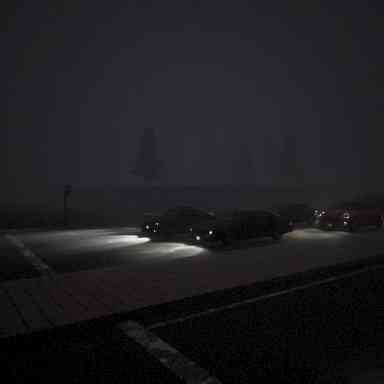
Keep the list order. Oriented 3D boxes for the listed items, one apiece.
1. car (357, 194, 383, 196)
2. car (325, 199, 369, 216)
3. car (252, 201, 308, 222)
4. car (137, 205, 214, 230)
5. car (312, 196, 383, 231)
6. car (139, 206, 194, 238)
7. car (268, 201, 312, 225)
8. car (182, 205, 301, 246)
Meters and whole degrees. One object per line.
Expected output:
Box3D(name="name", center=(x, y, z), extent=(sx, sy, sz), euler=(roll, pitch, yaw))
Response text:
Box3D(name="car", center=(15.157, 1.221, 28.735), extent=(5.566, 2.045, 2.150), euler=(0, 0, -35))
Box3D(name="car", center=(15.623, 1.505, 33.359), extent=(4.892, 1.490, 1.837), euler=(0, 0, -35))
Box3D(name="car", center=(7.324, 1.505, 27.465), extent=(4.892, 1.490, 1.837), euler=(0, 0, -35))
Box3D(name="car", center=(-0.986, 1.601, 21.636), extent=(4.718, 1.301, 1.895), euler=(0, 0, -35))
Box3D(name="car", center=(9.902, 1.352, 20.716), extent=(4.553, 1.767, 2.097), euler=(0, 0, -35))
Box3D(name="car", center=(-0.582, 1.564, 17.650), extent=(4.181, 1.385, 1.994), euler=(0, 0, -35))
Box3D(name="car", center=(6.539, 1.505, 22.633), extent=(4.892, 1.490, 1.837), euler=(0, 0, -35))
Box3D(name="car", center=(2.428, 1.547, 15.493), extent=(5.357, 1.411, 2.033), euler=(0, 0, -35))
